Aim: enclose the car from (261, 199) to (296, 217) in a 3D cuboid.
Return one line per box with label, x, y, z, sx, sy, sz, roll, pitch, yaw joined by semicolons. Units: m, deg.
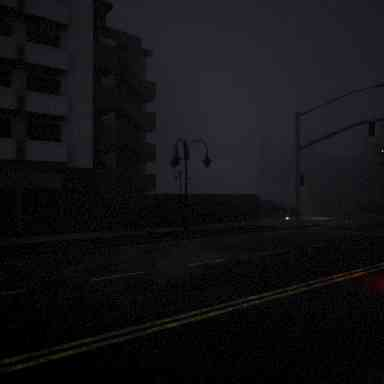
car;7.834;1.478;32.203;1.882;1.535;5.008;0;0;-38
